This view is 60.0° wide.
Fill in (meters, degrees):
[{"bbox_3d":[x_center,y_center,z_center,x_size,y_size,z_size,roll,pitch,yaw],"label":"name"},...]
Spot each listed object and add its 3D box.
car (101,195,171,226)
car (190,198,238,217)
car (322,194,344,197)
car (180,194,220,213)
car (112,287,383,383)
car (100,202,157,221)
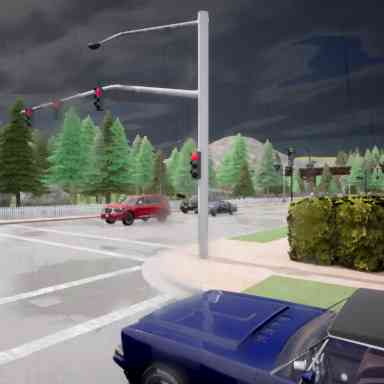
[{"bbox_3d":[-3.911,1.221,24.203,2.150,2.045,5.566,0,0,38],"label":"car"},{"bbox_3d":[2.457,1.547,32.232,2.033,1.411,5.357,0,0,38],"label":"car"},{"bbox_3d":[16.507,1.222,38.393,2.150,2.045,5.566,0,0,38],"label":"car"},{"bbox_3d":[1.079,1.221,36.119,2.150,2.045,5.566,0,0,39],"label":"car"},{"bbox_3d":[1.502,1.601,2.894,4.718,1.301,1.895,0,0,36],"label":"car"},{"bbox_3d":[-5.258,1.601,28.138,1.895,1.301,4.718,0,0,38],"label":"car"}]
